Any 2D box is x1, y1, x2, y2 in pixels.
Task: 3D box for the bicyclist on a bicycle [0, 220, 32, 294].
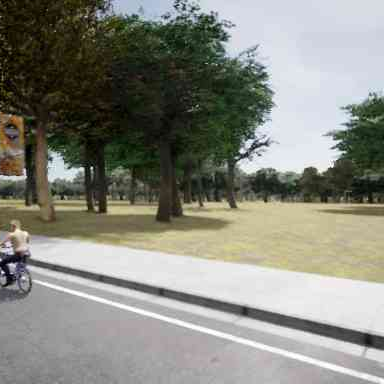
[{"bbox_3d":[-4.055,1.434,7.573,1.509,1.612,0.866,0,0,35],"label":"bicyclist on a bicycle"}]
